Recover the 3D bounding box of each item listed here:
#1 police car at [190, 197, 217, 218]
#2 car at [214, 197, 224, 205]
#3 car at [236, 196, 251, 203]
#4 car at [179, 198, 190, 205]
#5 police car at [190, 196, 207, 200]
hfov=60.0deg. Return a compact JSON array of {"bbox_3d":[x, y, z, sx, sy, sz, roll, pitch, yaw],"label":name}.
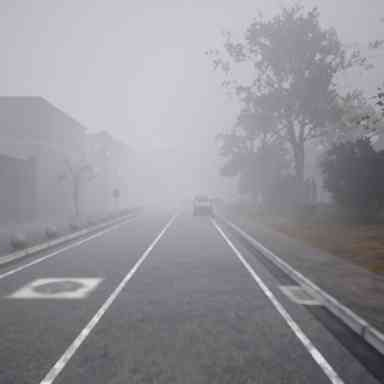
[{"bbox_3d":[1.057,1.638,32.864,1.930,1.638,5.238,0,0,0],"label":"police car"},{"bbox_3d":[4.818,1.811,66.750,1.882,1.535,5.008,0,0,25],"label":"car"},{"bbox_3d":[12.272,1.664,79.189,1.812,1.442,4.674,-1,0,40],"label":"car"},{"bbox_3d":[-1.151,1.923,67.508,2.033,1.411,5.357,0,0,13],"label":"car"},{"bbox_3d":[1.110,1.691,42.801,1.930,1.638,5.238,0,0,1],"label":"police car"}]
